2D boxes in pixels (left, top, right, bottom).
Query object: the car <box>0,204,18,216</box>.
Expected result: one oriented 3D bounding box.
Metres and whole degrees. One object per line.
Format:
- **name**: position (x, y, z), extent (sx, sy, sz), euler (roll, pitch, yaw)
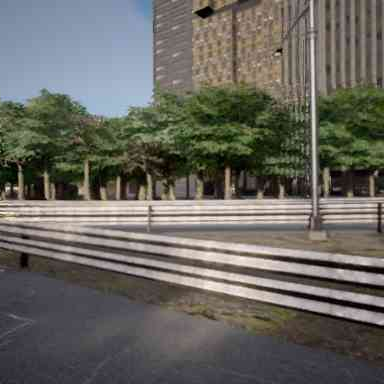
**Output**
- **car**: position (-14.708, 1.347, 22.959), extent (5.366, 1.575, 1.801), euler (0, 0, 15)
